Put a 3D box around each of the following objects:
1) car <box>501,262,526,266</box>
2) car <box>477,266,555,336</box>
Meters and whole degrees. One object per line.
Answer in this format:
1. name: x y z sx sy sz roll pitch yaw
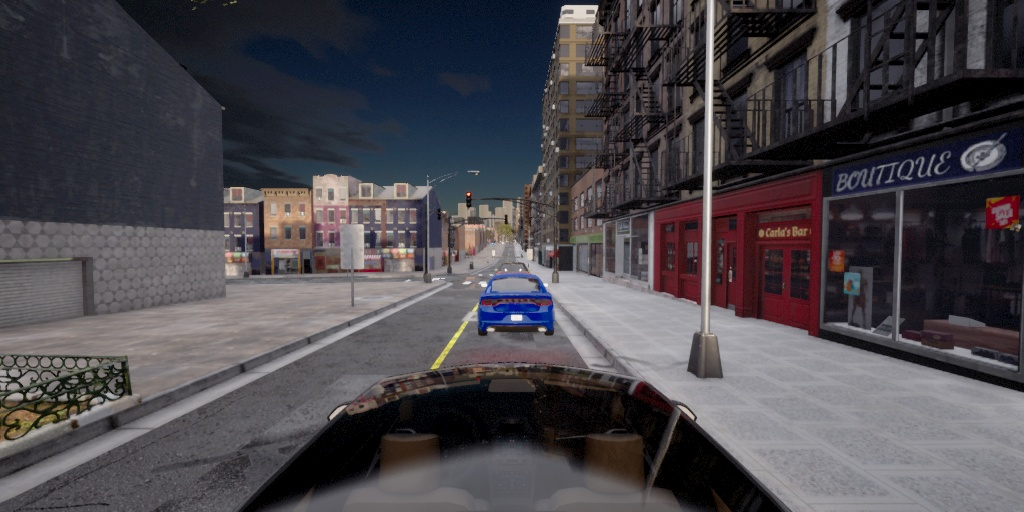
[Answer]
1. car: 0.055 1.109 20.465 2.097 1.767 4.553 0 0 0
2. car: 0.088 1.229 10.472 1.882 1.535 5.008 0 0 0
